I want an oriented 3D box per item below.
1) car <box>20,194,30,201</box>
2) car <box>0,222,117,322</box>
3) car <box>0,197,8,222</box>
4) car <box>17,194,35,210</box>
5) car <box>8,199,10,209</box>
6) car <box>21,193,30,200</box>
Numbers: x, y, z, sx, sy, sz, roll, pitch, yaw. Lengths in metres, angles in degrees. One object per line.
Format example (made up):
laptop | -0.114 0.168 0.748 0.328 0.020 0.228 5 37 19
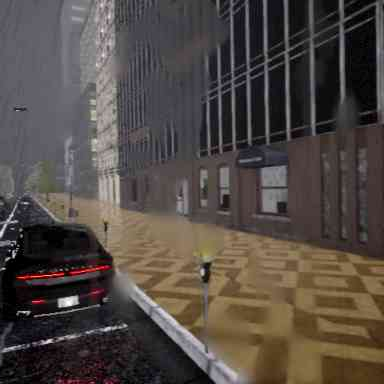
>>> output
car | -34.799 1.086 69.388 1.802 1.307 4.206 -1 1 -27
car | -3.005 1.434 7.304 1.837 1.490 4.892 -2 1 -27
car | -15.153 1.236 24.634 2.097 1.767 4.553 -2 1 -27
car | -19.429 1.292 38.891 1.947 1.339 4.313 -1 1 -27
car | -23.187 1.302 40.362 1.812 1.442 4.674 -2 1 -27
car | -37.438 0.990 74.622 1.752 1.417 4.829 -1 1 -27
